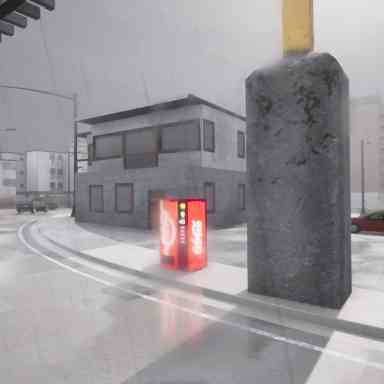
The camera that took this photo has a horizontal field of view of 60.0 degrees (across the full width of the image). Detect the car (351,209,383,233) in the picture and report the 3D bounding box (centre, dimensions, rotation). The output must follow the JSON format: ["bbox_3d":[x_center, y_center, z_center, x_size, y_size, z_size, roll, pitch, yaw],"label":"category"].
[{"bbox_3d":[11.797,1.873,20.256,5.357,1.415,2.033,0,0,34],"label":"car"}]

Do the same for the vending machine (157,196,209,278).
[{"bbox_3d":[-0.251,1.185,9.303,0.880,2.100,1.100,-1,0,44],"label":"vending machine"}]

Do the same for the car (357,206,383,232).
[{"bbox_3d":[13.583,1.883,22.670,3.988,1.617,1.851,1,0,34],"label":"car"}]

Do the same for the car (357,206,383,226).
[{"bbox_3d":[16.953,2.035,28.237,5.027,1.636,2.152,-1,0,34],"label":"car"}]

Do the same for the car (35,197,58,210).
[{"bbox_3d":[-21.171,1.726,46.453,2.150,2.045,5.566,-1,-2,14],"label":"car"}]

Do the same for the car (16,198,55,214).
[{"bbox_3d":[-18.494,1.769,38.913,2.128,1.511,4.902,-1,-1,3],"label":"car"}]
